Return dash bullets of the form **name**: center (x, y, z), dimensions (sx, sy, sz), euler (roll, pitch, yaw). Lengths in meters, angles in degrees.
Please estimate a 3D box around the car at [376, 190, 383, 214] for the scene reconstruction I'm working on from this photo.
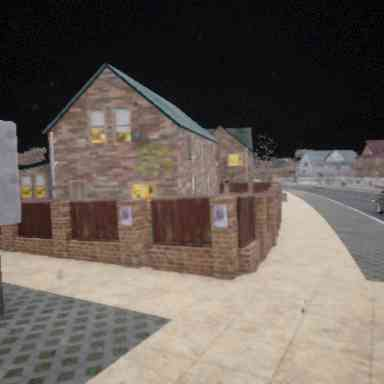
- **car**: center (10.111, 0.507, 15.561), dimensions (1.837, 1.490, 4.892), euler (0, 3, 15)
